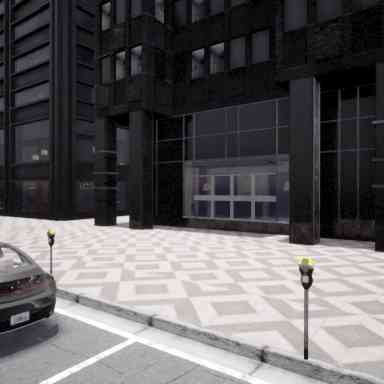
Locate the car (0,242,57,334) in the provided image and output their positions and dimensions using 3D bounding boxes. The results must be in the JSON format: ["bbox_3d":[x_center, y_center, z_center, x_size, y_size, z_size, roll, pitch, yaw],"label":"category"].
[{"bbox_3d":[-4.204,1.551,5.979,4.403,1.369,2.008,0,0,36],"label":"car"}]
